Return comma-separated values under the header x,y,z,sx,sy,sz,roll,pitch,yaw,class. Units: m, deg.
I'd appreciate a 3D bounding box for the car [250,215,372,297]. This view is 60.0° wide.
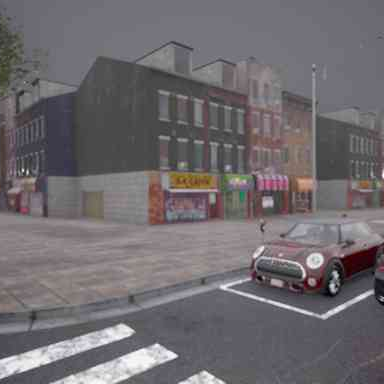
x,y,z,sx,sy,sz,roll,pitch,yaw,class
3.301,1.422,8.491,4.097,1.590,1.967,0,0,-42,car

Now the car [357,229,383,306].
x,y,z,sx,sy,sz,roll,pitch,yaw,class
5.408,1.481,6.829,4.892,1.490,1.837,0,0,-42,car
